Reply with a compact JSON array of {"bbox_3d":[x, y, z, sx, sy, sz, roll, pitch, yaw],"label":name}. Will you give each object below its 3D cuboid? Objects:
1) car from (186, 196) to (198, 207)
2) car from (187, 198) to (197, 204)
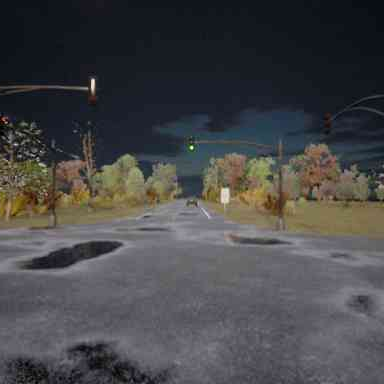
[{"bbox_3d":[-0.004,1.851,66.770,2.150,2.045,5.566,0,-1,0],"label":"car"},{"bbox_3d":[-0.005,2.111,77.159,2.033,1.411,5.357,0,-1,0],"label":"car"}]
